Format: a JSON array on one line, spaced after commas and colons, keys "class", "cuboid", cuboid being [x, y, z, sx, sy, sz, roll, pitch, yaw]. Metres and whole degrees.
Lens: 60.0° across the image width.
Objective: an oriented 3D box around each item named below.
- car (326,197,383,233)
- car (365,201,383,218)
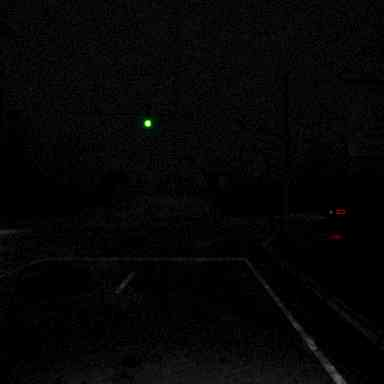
[{"class": "car", "cuboid": [11.083, 1.328, 20.271, 5.566, 2.045, 2.150, 0, 0, -3]}, {"class": "car", "cuboid": [19.311, 1.644, 31.282, 4.902, 1.511, 2.128, 0, 0, -3]}]
